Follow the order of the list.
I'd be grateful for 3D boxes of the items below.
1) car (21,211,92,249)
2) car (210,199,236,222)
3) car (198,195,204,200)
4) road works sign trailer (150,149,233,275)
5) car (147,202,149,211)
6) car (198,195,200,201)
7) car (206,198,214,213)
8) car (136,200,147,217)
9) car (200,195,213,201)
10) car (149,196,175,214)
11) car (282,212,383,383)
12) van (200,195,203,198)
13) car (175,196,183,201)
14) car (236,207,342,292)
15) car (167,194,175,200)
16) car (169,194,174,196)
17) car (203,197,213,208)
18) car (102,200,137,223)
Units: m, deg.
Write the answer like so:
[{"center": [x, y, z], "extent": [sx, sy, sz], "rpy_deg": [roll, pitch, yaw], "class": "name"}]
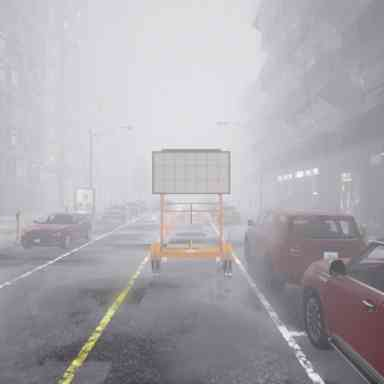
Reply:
[{"center": [-5.709, 1.547, 14.511], "extent": [1.887, 1.381, 4.507], "rpy_deg": [1, 0, 0], "class": "car"}, {"center": [2.649, 1.527, 25.978], "extent": [1.752, 1.417, 4.829], "rpy_deg": [1, 0, 0], "class": "car"}, {"center": [2.513, 1.528, 93.688], "extent": [1.802, 1.307, 4.206], "rpy_deg": [1, 0, 0], "class": "car"}, {"center": [-0.020, 0.466, 10.397], "extent": [2.380, 3.560, 2.880], "rpy_deg": [0, 0, 0], "class": "road works sign trailer"}, {"center": [-5.755, 1.563, 37.138], "extent": [1.947, 1.339, 4.313], "rpy_deg": [1, 0, 0], "class": "car"}, {"center": [2.546, 1.549, 76.718], "extent": [1.802, 1.307, 4.206], "rpy_deg": [1, 0, 0], "class": "car"}, {"center": [2.637, 1.566, 31.464], "extent": [1.947, 1.339, 4.313], "rpy_deg": [1, 0, 0], "class": "car"}, {"center": [-5.743, 1.545, 31.481], "extent": [1.887, 1.381, 4.507], "rpy_deg": [1, 0, 0], "class": "car"}, {"center": [2.603, 1.556, 48.435], "extent": [1.947, 1.339, 4.313], "rpy_deg": [1, 0, 0], "class": "car"}, {"center": [-3.174, 1.475, 36.118], "extent": [1.882, 1.535, 5.008], "rpy_deg": [0, 0, 0], "class": "car"}, {"center": [2.697, 1.316, 3.181], "extent": [2.192, 1.841, 5.009], "rpy_deg": [1, 0, 0], "class": "car"}, {"center": [2.595, 1.328, 54.092], "extent": [1.690, 1.788, 3.998], "rpy_deg": [1, 0, 0], "class": "van"}, {"center": [-3.168, 1.560, 83.904], "extent": [1.895, 1.301, 4.718], "rpy_deg": [0, 0, 0], "class": "car"}, {"center": [2.685, 1.317, 8.838], "extent": [2.192, 1.841, 5.009], "rpy_deg": [1, 0, 0], "class": "car"}, {"center": [-5.865, 1.387, 93.707], "extent": [1.967, 1.590, 4.097], "rpy_deg": [1, 0, 0], "class": "car"}, {"center": [-5.832, 1.407, 76.737], "extent": [1.967, 1.590, 4.097], "rpy_deg": [1, 0, 0], "class": "car"}, {"center": [2.626, 1.548, 37.121], "extent": [2.008, 1.369, 4.403], "rpy_deg": [1, 0, 0], "class": "car"}, {"center": [-5.733, 1.584, 25.825], "extent": [1.802, 1.307, 4.206], "rpy_deg": [1, 0, 0], "class": "car"}]
